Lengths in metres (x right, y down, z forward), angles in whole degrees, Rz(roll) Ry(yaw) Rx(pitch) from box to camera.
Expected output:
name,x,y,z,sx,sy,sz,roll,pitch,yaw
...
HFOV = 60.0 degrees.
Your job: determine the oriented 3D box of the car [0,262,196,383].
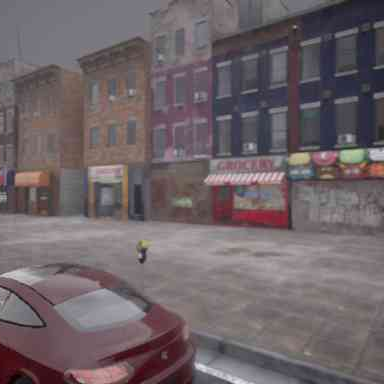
name,x,y,z,sx,sy,sz,roll,pitch,yaw
car,-1.903,1.573,4.166,4.206,1.307,1.802,0,0,35
